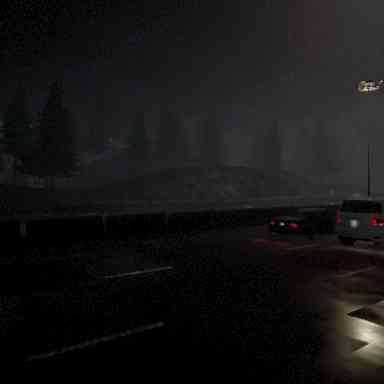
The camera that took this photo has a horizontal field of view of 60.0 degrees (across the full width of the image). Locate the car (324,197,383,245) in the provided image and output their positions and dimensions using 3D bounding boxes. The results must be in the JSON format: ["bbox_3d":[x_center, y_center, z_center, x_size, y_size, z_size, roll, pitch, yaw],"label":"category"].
[{"bbox_3d":[8.271,1.227,13.992,5.566,2.045,2.150,0,0,-35],"label":"car"}]

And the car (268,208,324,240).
[{"bbox_3d":[6.236,1.535,16.840,5.357,1.411,2.033,0,0,-35],"label":"car"}]
